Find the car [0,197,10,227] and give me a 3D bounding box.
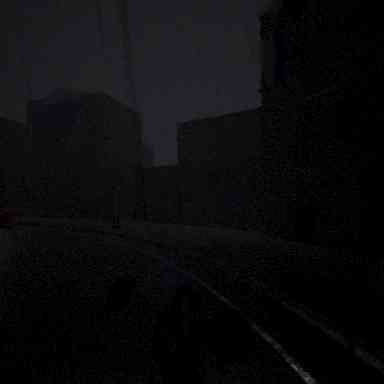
[{"bbox_3d":[-14.787,1.326,22.400,5.566,2.045,2.150,0,-1,27],"label":"car"}]
